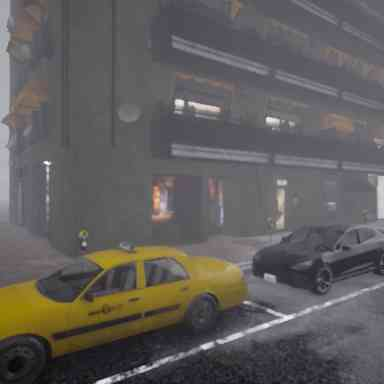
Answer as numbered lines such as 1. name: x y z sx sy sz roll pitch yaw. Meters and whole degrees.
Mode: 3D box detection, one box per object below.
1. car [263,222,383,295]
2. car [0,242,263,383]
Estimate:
1. car: 3.495 1.505 8.583 4.313 1.339 1.947 -1 1 -35
2. car: -1.260 1.511 5.190 4.829 1.417 1.752 -1 1 -35
